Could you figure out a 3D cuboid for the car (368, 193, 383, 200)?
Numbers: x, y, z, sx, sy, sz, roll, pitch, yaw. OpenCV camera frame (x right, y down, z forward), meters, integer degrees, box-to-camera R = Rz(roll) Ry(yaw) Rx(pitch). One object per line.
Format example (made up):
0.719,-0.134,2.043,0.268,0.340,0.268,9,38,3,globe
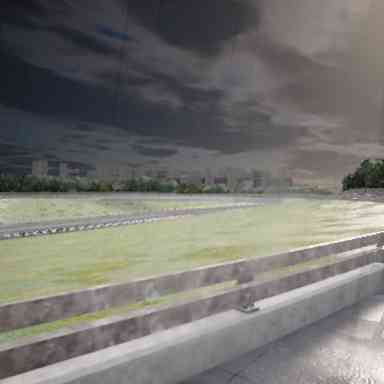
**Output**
41.638,1.075,73.460,2.097,1.767,4.553,-1,0,3,car
